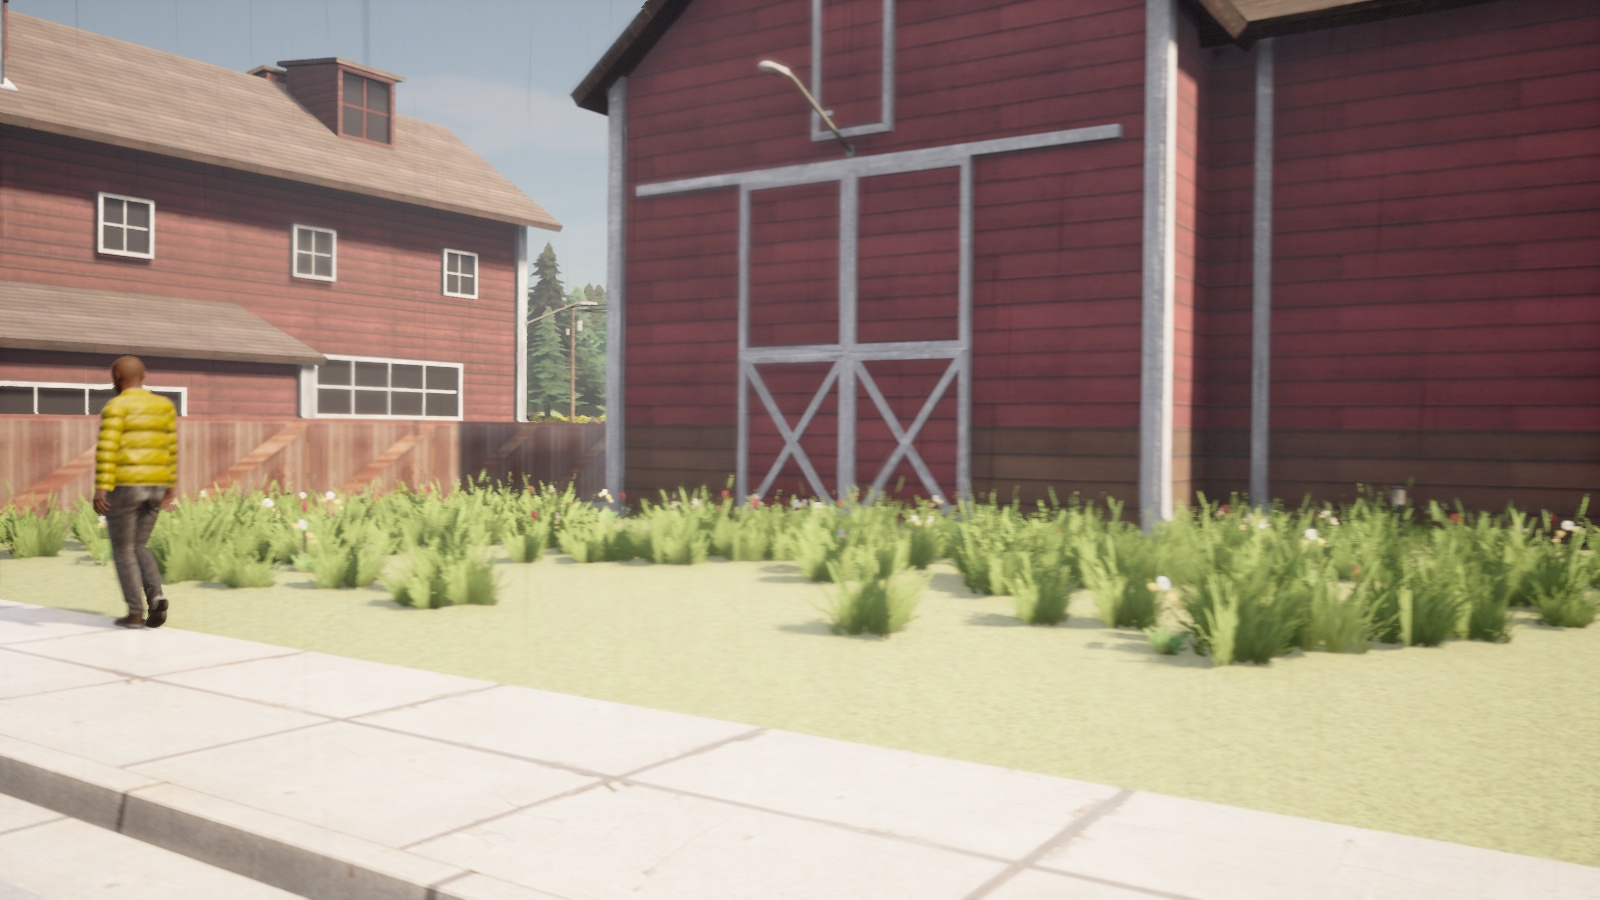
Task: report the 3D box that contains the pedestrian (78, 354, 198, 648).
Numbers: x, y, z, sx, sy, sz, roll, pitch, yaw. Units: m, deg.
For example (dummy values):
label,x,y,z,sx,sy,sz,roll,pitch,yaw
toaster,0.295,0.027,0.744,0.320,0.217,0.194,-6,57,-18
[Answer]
label,x,y,z,sx,sy,sz,roll,pitch,yaw
pedestrian,-4.316,0.314,8.185,0.726,1.835,0.370,0,1,34
